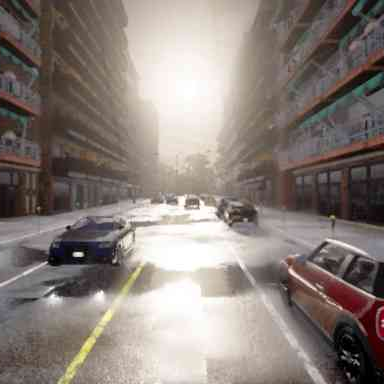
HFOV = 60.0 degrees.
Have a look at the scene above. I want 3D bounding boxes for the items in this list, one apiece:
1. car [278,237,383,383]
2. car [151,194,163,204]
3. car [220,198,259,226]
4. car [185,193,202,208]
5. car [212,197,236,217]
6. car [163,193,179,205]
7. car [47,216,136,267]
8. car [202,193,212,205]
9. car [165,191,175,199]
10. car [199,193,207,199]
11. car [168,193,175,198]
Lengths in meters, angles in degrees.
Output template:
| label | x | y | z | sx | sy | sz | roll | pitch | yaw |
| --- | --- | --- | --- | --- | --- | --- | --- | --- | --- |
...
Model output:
| label | x | y | z | sx | sy | sz | roll | pitch | yaw |
| --- | --- | --- | --- | --- | --- | --- | --- | --- | --- |
| car | 2.702 | 1.409 | 5.226 | 1.967 | 1.590 | 4.097 | 1 | 0 | 0 |
| car | -5.688 | 1.120 | 55.371 | 1.967 | 1.590 | 4.097 | 1 | 0 | 0 |
| car | 3.149 | 1.376 | 21.920 | 1.837 | 1.490 | 4.892 | 0 | 0 | 0 |
| car | 0.060 | 1.221 | 44.131 | 1.882 | 1.535 | 5.008 | 0 | 0 | 0 |
| car | 3.118 | 1.184 | 28.890 | 2.097 | 1.767 | 4.553 | 0 | 0 | 0 |
| car | -3.067 | 1.297 | 52.503 | 1.895 | 1.301 | 4.718 | 0 | 0 | 0 |
| car | -3.098 | 1.498 | 11.041 | 1.994 | 1.385 | 4.181 | 0 | 0 | 0 |
| car | 2.717 | 1.236 | 49.940 | 1.752 | 1.417 | 4.829 | 1 | 0 | 0 |
| car | -5.793 | 0.808 | 88.778 | 2.192 | 1.841 | 5.009 | 1 | 0 | 0 |
| car | 2.852 | 1.044 | 88.746 | 2.008 | 1.369 | 4.403 | 1 | 0 | 0 |
| car | -5.795 | 1.028 | 94.348 | 1.947 | 1.339 | 4.313 | 1 | 0 | 0 |
